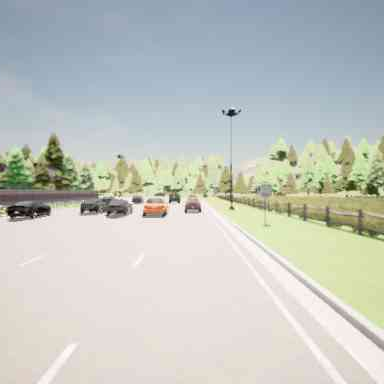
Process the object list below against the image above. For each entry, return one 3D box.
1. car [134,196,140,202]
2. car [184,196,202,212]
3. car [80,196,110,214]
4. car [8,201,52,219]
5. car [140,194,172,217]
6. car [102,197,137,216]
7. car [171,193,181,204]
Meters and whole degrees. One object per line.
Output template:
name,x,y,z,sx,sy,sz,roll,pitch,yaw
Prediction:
car,-10.385,1.493,64.211,1.837,1.490,4.892,0,0,0
car,0.107,1.519,38.670,1.812,1.442,4.674,0,0,0
car,-10.391,1.498,35.297,1.837,1.490,4.892,0,0,0
car,-13.892,1.474,28.822,1.882,1.535,5.008,0,0,0
car,-3.391,1.348,31.905,2.097,1.767,4.553,0,0,0
car,-6.891,1.500,31.968,1.837,1.490,4.892,0,0,0
car,-3.383,1.209,65.975,2.150,2.045,5.566,0,0,0
